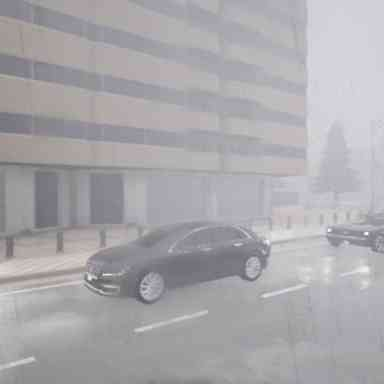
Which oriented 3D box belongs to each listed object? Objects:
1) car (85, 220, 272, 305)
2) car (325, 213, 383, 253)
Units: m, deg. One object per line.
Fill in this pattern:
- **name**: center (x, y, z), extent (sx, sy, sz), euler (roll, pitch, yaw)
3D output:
- **car**: center (-0.118, 1.499, 8.214), extent (4.892, 1.490, 1.837), euler (0, 0, -36)
- **car**: center (7.552, 1.565, 13.716), extent (4.718, 1.301, 1.895), euler (0, 0, -36)
